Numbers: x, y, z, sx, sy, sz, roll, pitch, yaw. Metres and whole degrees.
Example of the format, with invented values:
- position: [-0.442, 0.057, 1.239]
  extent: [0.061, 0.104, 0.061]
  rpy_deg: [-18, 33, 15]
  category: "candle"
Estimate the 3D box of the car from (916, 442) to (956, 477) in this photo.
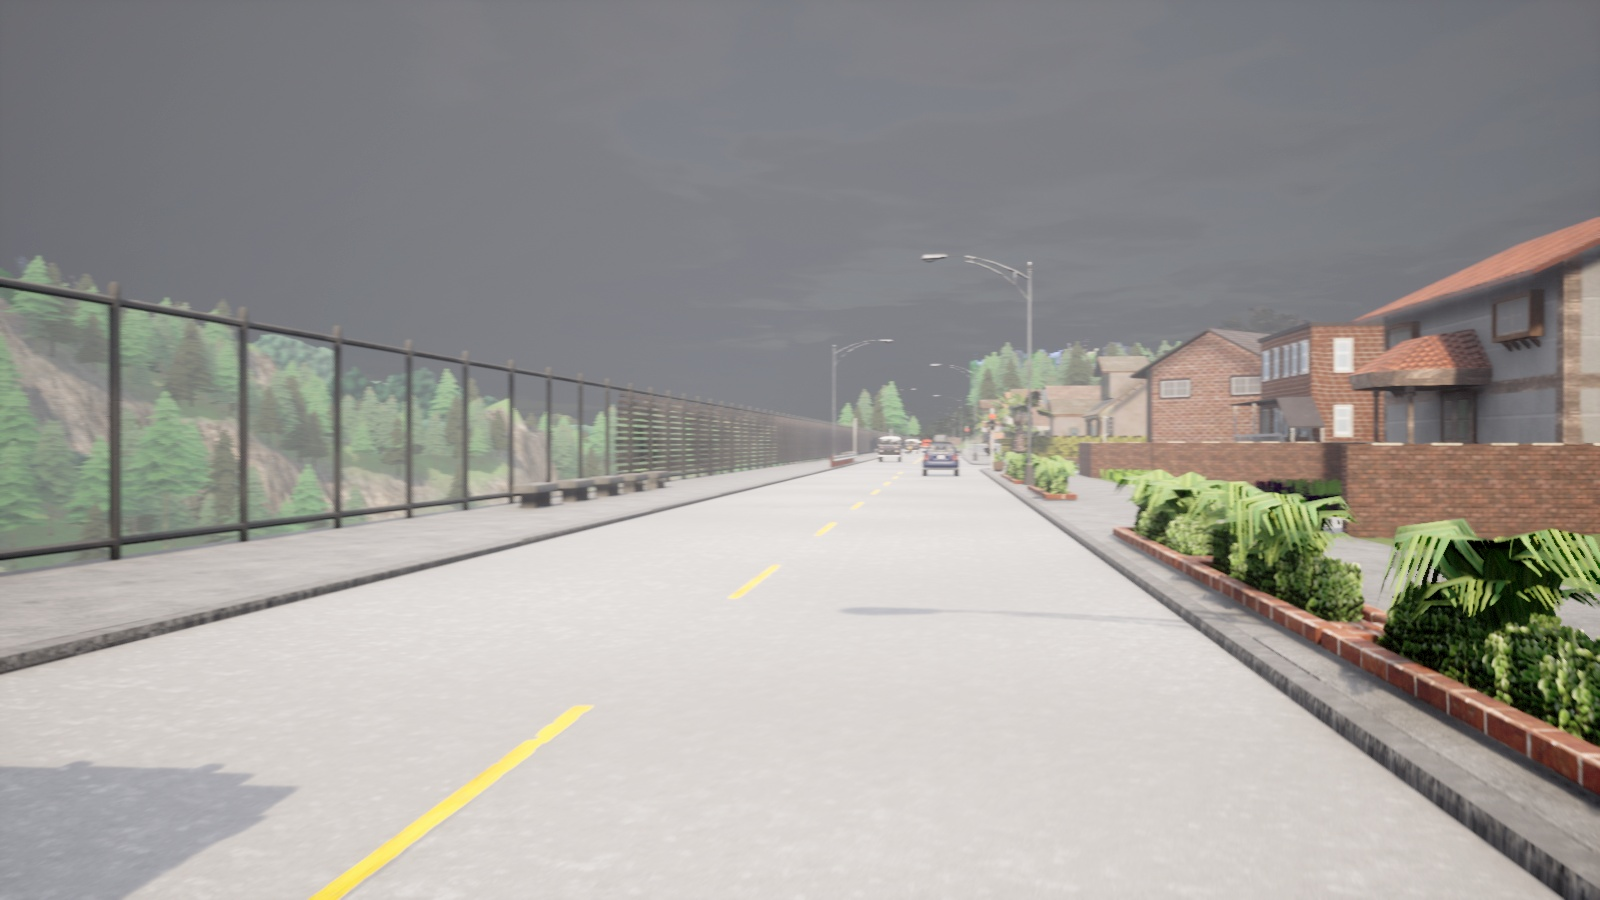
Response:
- position: [6.247, 0.423, 57.730]
  extent: [1.789, 1.549, 3.705]
  rpy_deg: [0, 0, 6]
  category: "car"
